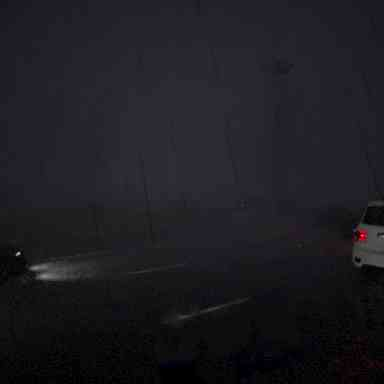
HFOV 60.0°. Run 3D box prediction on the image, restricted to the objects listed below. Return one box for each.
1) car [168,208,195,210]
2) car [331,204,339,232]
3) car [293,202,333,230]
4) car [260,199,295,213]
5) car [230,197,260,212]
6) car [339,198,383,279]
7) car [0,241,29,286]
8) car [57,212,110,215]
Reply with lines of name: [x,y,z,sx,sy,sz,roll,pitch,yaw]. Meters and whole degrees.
car: [-0.848,1.468,39.524,5.357,1.411,2.033,-1,0,-42]
car: [8.524,1.378,15.002,5.008,1.535,1.882,-1,0,-40]
car: [8.080,1.420,19.207,4.674,1.442,1.812,-1,0,-41]
car: [9.413,1.414,34.668,4.181,1.385,1.994,0,0,-43]
car: [6.214,1.378,36.482,4.892,1.490,1.837,0,0,-43]
car: [6.367,1.153,8.717,5.566,2.045,2.150,-1,0,-39]
car: [-6.261,1.598,7.963,4.181,1.385,1.994,-1,0,-35]
car: [-9.184,1.506,27.869,4.902,1.511,2.128,0,0,-39]
